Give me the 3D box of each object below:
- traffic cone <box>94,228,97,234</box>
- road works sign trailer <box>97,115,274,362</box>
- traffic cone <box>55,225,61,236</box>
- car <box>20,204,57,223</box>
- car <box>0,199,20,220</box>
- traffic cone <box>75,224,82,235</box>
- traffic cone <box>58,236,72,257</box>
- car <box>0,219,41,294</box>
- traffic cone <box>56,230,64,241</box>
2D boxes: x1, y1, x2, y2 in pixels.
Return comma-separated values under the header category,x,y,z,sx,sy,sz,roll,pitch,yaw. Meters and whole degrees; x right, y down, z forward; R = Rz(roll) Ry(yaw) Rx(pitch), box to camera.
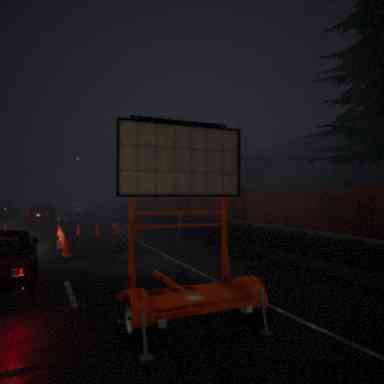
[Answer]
category,x,y,z,sx,sy,sz,roll,pitch,yaw
traffic cone,-5.167,2.008,18.233,0.340,0.580,0.340,0,0,-24
road works sign trailer,-0.267,0.488,6.184,2.380,3.560,2.880,0,0,-24
traffic cone,-6.164,1.995,15.586,0.340,0.580,0.340,0,0,-24
car,-11.558,1.623,25.590,1.994,1.385,4.181,0,0,-18
car,-15.949,1.406,28.013,2.097,1.767,4.553,0,0,-16
traffic cone,-6.078,2.003,17.820,0.340,0.580,0.340,0,0,-24
traffic cone,-4.514,1.987,11.942,0.340,0.580,0.340,0,0,-24
car,-4.911,1.618,8.356,1.895,1.301,4.718,0,0,-25
traffic cone,-5.339,1.991,13.764,0.340,0.580,0.340,0,0,-24
